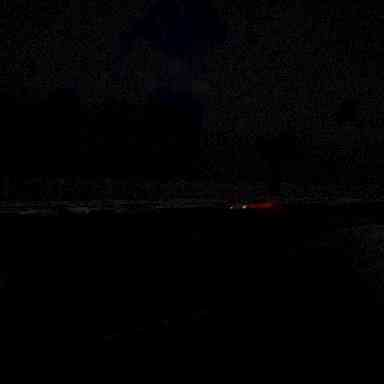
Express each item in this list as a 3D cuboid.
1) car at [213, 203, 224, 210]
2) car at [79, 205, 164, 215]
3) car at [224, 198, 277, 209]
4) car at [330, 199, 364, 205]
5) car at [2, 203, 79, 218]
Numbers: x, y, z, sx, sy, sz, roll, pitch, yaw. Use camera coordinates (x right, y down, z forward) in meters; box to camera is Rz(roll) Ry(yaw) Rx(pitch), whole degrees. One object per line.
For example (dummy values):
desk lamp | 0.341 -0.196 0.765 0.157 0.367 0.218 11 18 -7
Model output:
car | 4.075 1.504 32.672 4.181 1.385 1.994 0 0 -35
car | -3.558 1.483 18.639 4.674 1.442 1.812 0 0 -35
car | 5.485 1.300 29.382 4.553 1.767 2.097 0 0 -35
car | 14.463 1.435 31.438 5.008 1.535 1.882 0 0 -35
car | -8.497 1.550 19.421 4.718 1.301 1.895 0 0 -35
